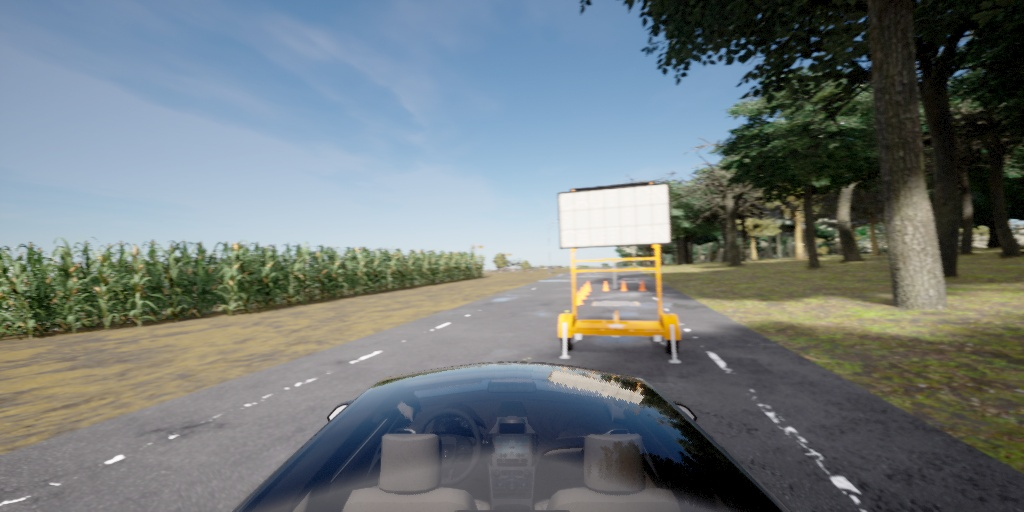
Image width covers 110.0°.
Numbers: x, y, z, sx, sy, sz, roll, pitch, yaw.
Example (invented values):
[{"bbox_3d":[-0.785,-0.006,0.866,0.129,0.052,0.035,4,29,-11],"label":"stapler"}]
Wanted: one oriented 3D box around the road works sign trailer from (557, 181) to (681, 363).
[{"bbox_3d":[2.396,0.195,8.144,2.380,3.560,2.880,0,0,16],"label":"road works sign trailer"}]
